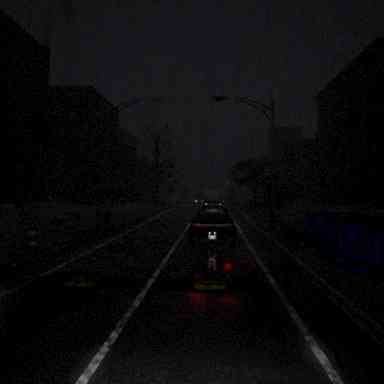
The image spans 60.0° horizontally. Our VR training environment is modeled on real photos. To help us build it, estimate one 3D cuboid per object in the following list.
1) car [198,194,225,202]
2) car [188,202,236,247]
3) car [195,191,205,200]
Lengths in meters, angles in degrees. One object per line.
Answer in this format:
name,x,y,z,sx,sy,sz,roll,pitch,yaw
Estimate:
car,1.860,1.179,29.511,2.128,1.511,4.902,0,1,4
car,0.896,1.406,14.543,2.128,1.511,4.902,0,1,4
car,1.841,0.720,75.852,2.150,2.045,5.566,0,0,4
